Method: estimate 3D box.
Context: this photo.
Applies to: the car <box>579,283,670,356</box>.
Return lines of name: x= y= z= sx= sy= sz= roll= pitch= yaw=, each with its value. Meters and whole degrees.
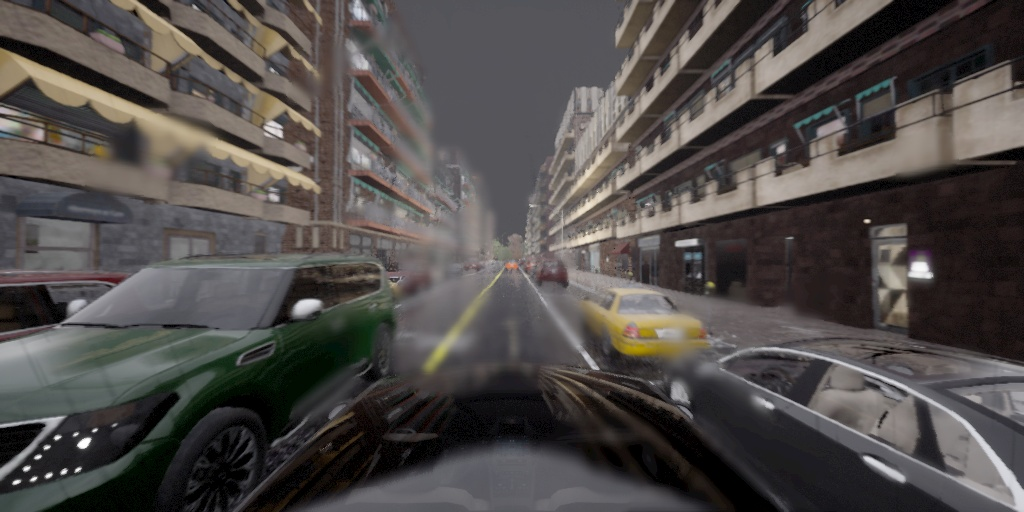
car: x=2.692 y=1.301 z=8.437 sx=1.751 sy=1.417 sz=4.829 roll=0 pitch=0 yaw=0

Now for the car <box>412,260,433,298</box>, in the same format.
car: x=-5.688 y=1.137 z=19.437 sx=2.192 sy=1.841 sz=5.009 roll=0 pitch=0 yaw=0

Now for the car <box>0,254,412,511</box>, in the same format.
car: x=-3.089 y=0.982 z=4.288 sx=2.150 sy=2.045 sz=5.566 roll=0 pitch=0 yaw=0

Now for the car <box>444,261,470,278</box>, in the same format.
car: x=-5.685 y=1.458 z=36.141 sx=1.948 sy=1.339 sz=4.313 roll=0 pitch=0 yaw=0

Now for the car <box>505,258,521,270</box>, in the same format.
car: x=0.007 y=1.330 z=56.529 sx=2.097 sy=1.767 sz=4.553 roll=0 pitch=0 yaw=0

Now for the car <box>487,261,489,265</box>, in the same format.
car: x=-5.681 y=1.593 z=63.980 sx=1.802 sy=1.307 sz=4.207 roll=0 pitch=0 yaw=0

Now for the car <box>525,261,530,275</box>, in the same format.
car: x=2.696 y=1.440 z=36.106 sx=2.007 sy=1.370 sz=4.403 roll=0 pitch=0 yaw=0

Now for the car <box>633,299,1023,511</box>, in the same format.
car: x=2.691 y=1.304 z=2.699 sx=2.007 sy=1.370 sz=4.403 roll=0 pitch=0 yaw=0

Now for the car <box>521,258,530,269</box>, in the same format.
car: x=2.697 y=1.252 z=47.241 sx=2.192 sy=1.841 sz=5.009 roll=0 pitch=0 yaw=0

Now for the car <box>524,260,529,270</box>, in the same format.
car: x=2.696 y=1.458 z=41.673 sx=1.888 sy=1.381 sz=4.507 roll=0 pitch=0 yaw=0

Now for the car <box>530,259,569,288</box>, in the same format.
car: x=2.694 y=1.158 z=24.970 sx=2.192 sy=1.841 sz=5.009 roll=0 pitch=0 yaw=0

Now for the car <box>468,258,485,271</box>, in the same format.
car: x=-5.683 y=1.278 z=52.843 sx=2.192 sy=1.841 sz=5.009 roll=0 pitch=0 yaw=0
